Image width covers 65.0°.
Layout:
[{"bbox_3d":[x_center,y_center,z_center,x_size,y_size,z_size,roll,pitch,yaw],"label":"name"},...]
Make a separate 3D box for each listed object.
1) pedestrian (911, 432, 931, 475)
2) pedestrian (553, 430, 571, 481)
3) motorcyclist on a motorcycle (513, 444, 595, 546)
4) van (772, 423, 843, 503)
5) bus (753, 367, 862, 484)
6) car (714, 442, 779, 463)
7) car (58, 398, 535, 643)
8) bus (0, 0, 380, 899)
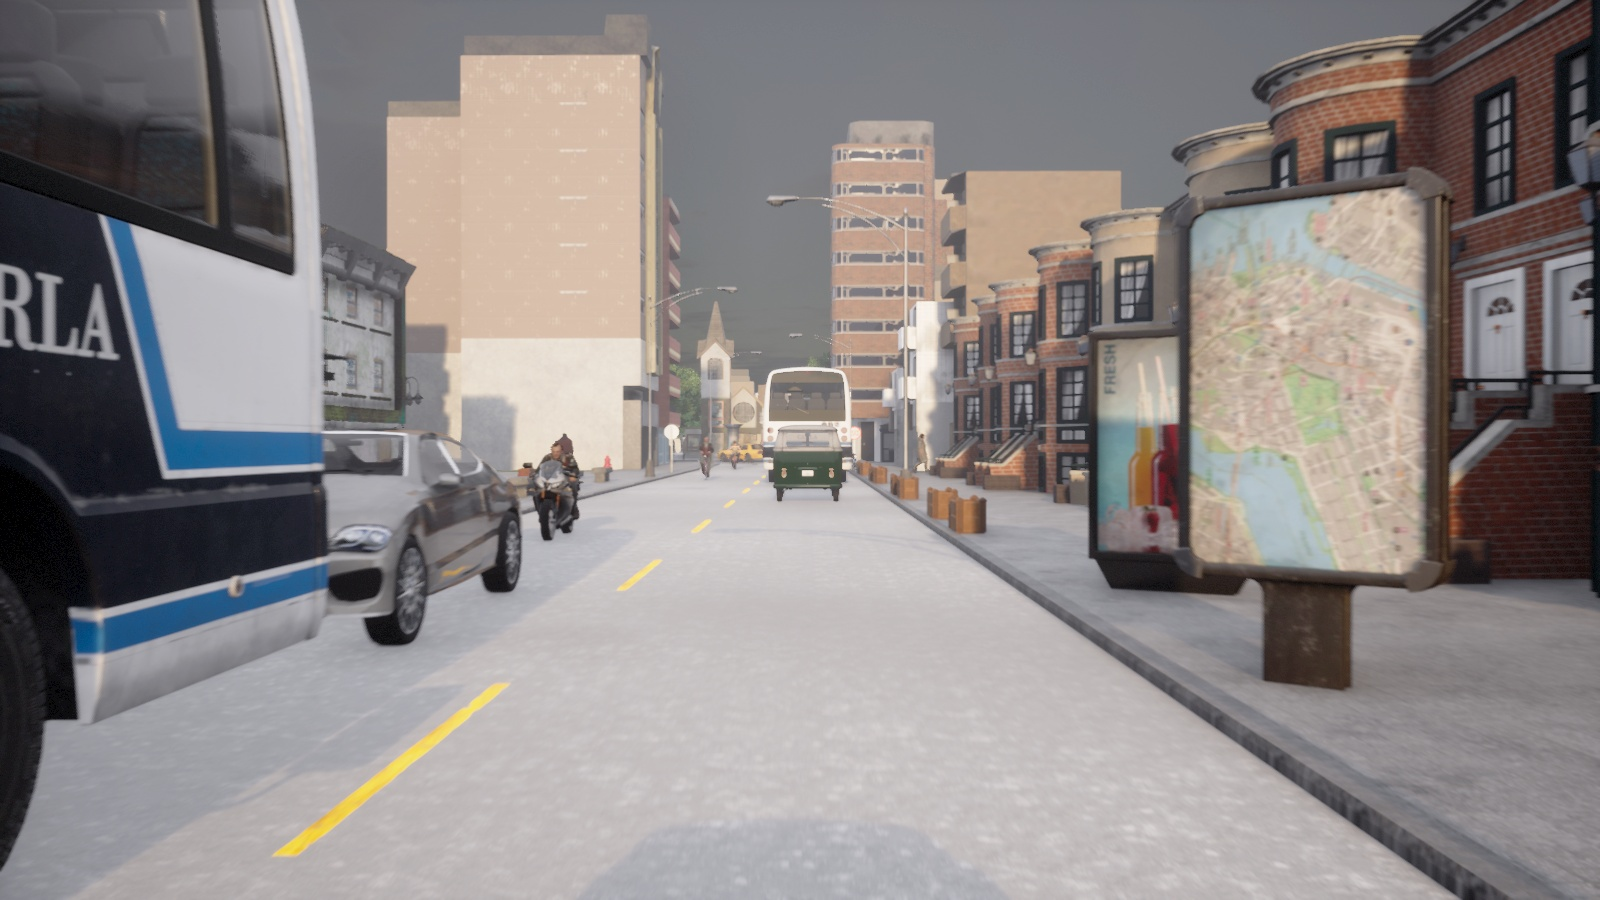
[{"bbox_3d":[5.509,0.141,56.999,0.873,1.952,0.659,0,0,9],"label":"pedestrian"},{"bbox_3d":[-8.687,0.191,45.909,0.634,1.844,0.899,0,0,-11],"label":"pedestrian"},{"bbox_3d":[-3.872,0.667,19.936,0.866,1.530,2.191,0,0,0],"label":"motorcyclist on a motorcycle"},{"bbox_3d":[0.205,0.312,33.472,1.775,1.987,4.442,0,0,0],"label":"van"},{"bbox_3d":[0.287,-0.914,50.642,3.944,4.253,10.273,0,0,0],"label":"bus"},{"bbox_3d":[-4.106,0.149,95.454,1.801,1.575,5.366,-1,1,-43],"label":"car"},{"bbox_3d":[-3.923,0.460,10.972,2.152,1.651,5.027,0,0,0],"label":"car"},{"bbox_3d":[-3.979,-0.637,0.778,3.944,4.253,10.273,0,0,0],"label":"bus"}]
